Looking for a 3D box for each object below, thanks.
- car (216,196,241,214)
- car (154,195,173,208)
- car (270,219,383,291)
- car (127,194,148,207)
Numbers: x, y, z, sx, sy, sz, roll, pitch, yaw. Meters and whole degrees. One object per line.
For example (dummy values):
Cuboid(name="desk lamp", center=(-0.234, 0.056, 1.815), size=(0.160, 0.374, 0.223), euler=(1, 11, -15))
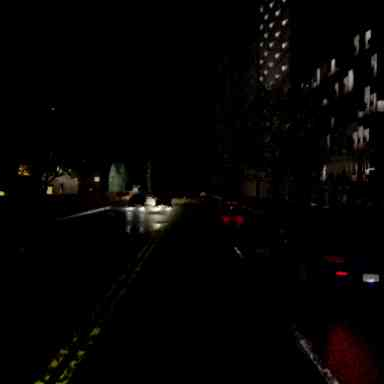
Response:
Cuboid(name="car", center=(3.350, 1.114, 30.607), size=(2.128, 1.511, 4.902), euler=(0, 1, 0))
Cuboid(name="car", center=(-3.334, 1.064, 39.925), size=(2.033, 1.411, 5.357), euler=(0, 1, 0))
Cuboid(name="car", center=(3.350, 1.415, 8.530), size=(1.812, 1.442, 4.674), euler=(0, 1, 0))
Cuboid(name="car", center=(-6.581, 1.034, 40.595), size=(1.812, 1.442, 4.674), euler=(0, 1, 0))
